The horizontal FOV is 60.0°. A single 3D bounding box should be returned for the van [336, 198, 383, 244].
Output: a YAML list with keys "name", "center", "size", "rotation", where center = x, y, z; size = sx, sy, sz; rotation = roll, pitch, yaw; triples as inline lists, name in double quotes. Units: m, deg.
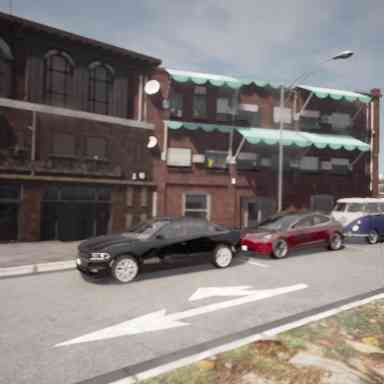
- name: "van"
  center: [8.435, 1.293, 15.725]
  size: [4.442, 1.987, 1.878]
  rotation: [0, 0, -31]

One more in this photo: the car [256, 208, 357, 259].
- name: "car"
  center: [3.817, 1.536, 12.810]
  size: [4.792, 1.488, 2.163]
  rotation: [0, 0, -32]

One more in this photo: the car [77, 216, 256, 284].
- name: "car"
  center: [-0.761, 1.491, 9.776]
  size: [5.008, 1.535, 2.097]
  rotation: [0, 0, -34]
